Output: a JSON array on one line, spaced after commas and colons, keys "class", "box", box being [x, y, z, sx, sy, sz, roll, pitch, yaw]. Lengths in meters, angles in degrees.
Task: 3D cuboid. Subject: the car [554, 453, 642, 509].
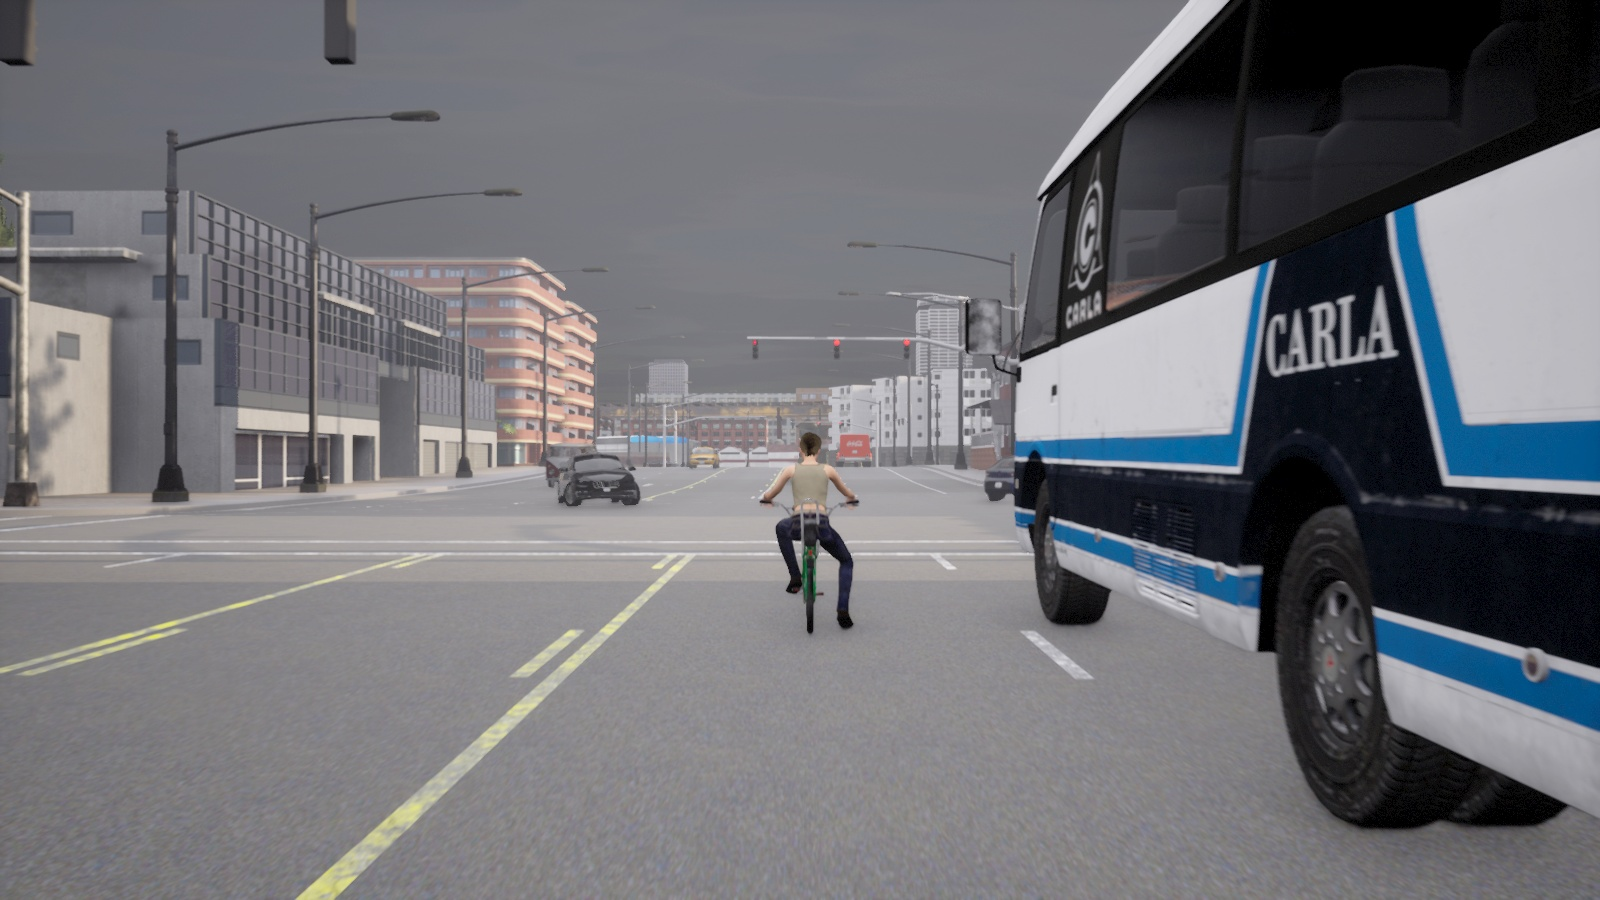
[{"class": "car", "box": [-5.958, 0.849, 36.581, 1.837, 1.490, 4.892, -1, 0, -17]}]

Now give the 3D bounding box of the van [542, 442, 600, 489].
[{"class": "van", "box": [-10.166, 0.650, 56.018, 1.775, 1.987, 4.442, 0, 1, 0]}]

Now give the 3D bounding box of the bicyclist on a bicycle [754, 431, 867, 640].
[{"class": "bicyclist on a bicycle", "box": [0.080, 0.656, 10.416, 0.866, 1.612, 1.509, 0, 0, 0]}]

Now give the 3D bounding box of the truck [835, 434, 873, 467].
[{"class": "truck", "box": [4.057, 0.057, 94.995, 2.627, 2.467, 5.204, 0, -1, 0]}]

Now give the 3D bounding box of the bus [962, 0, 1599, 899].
[{"class": "bus", "box": [3.590, -0.652, 7.537, 3.944, 4.253, 10.273, 0, 0, 0]}]

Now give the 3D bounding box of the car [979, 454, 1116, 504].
[{"class": "car", "box": [7.743, 0.880, 39.188, 4.193, 1.474, 1.816, 0, 0, -36]}]

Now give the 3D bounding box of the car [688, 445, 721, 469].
[{"class": "car", "box": [-6.497, 0.439, 85.599, 1.801, 1.575, 5.366, 0, 0, 0]}]
